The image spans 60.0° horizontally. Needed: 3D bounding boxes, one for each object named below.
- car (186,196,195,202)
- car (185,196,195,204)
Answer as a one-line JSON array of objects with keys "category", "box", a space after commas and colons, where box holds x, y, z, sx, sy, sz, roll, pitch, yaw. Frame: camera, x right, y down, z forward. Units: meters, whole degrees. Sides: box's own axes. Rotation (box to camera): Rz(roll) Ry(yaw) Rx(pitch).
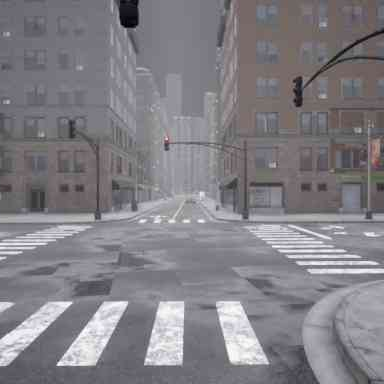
[{"category": "car", "box": [-0.375, 1.485, 73.703, 1.895, 1.301, 4.718, 0, 0, 0]}, {"category": "car", "box": [-0.306, 1.650, 63.698, 1.895, 1.301, 4.718, 0, 0, 0]}]
